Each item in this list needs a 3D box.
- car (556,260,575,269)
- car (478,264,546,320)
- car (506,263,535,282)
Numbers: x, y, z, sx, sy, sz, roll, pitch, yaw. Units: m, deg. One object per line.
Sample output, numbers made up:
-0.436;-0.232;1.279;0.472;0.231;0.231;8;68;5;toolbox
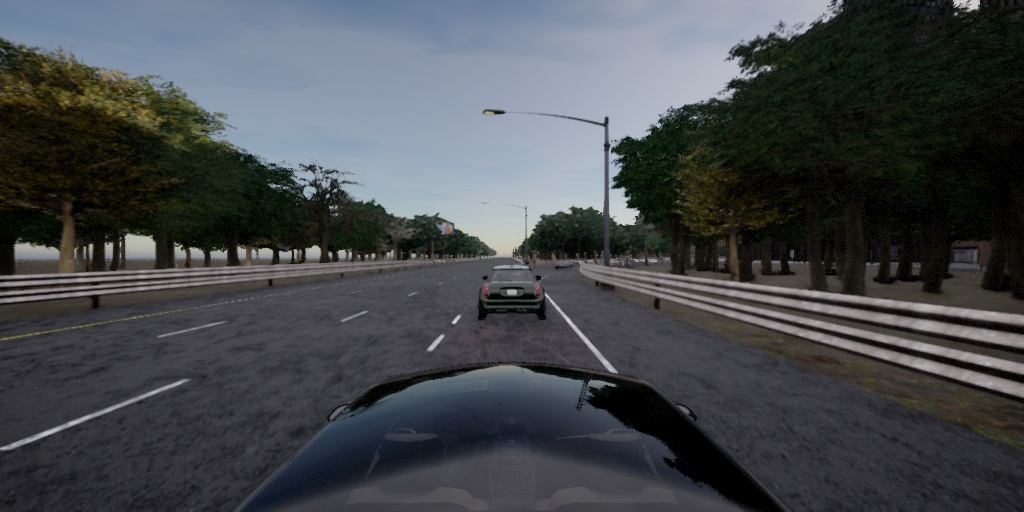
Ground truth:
8.308;1.339;55.691;1.994;1.385;4.181;0;0;25;car
0.003;1.108;12.865;2.097;1.767;4.553;0;0;0;car
0.775;1.330;29.887;1.994;1.385;4.181;0;0;7;car
